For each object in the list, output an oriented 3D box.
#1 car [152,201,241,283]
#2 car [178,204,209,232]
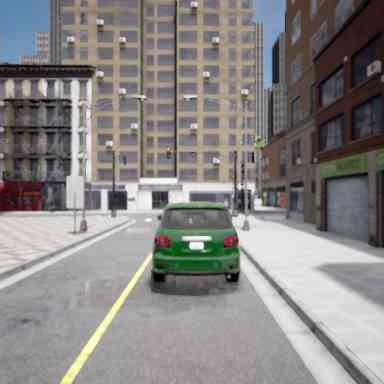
[{"bbox_3d":[0.093,1.285,9.993,2.150,2.045,5.566,0,0,0],"label":"car"},{"bbox_3d":[0.054,1.639,22.213,1.837,1.490,4.892,0,0,-1],"label":"car"}]
